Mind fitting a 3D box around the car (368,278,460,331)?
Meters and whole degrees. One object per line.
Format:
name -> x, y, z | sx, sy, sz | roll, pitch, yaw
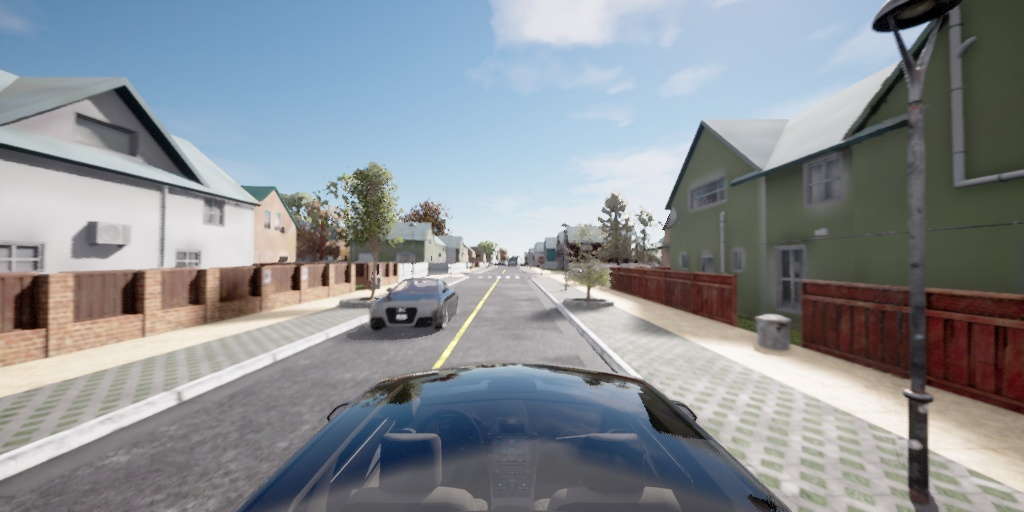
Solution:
car -> -2.850, 1.393, 11.230 | 1.994, 1.385, 4.181 | 0, 0, 0
